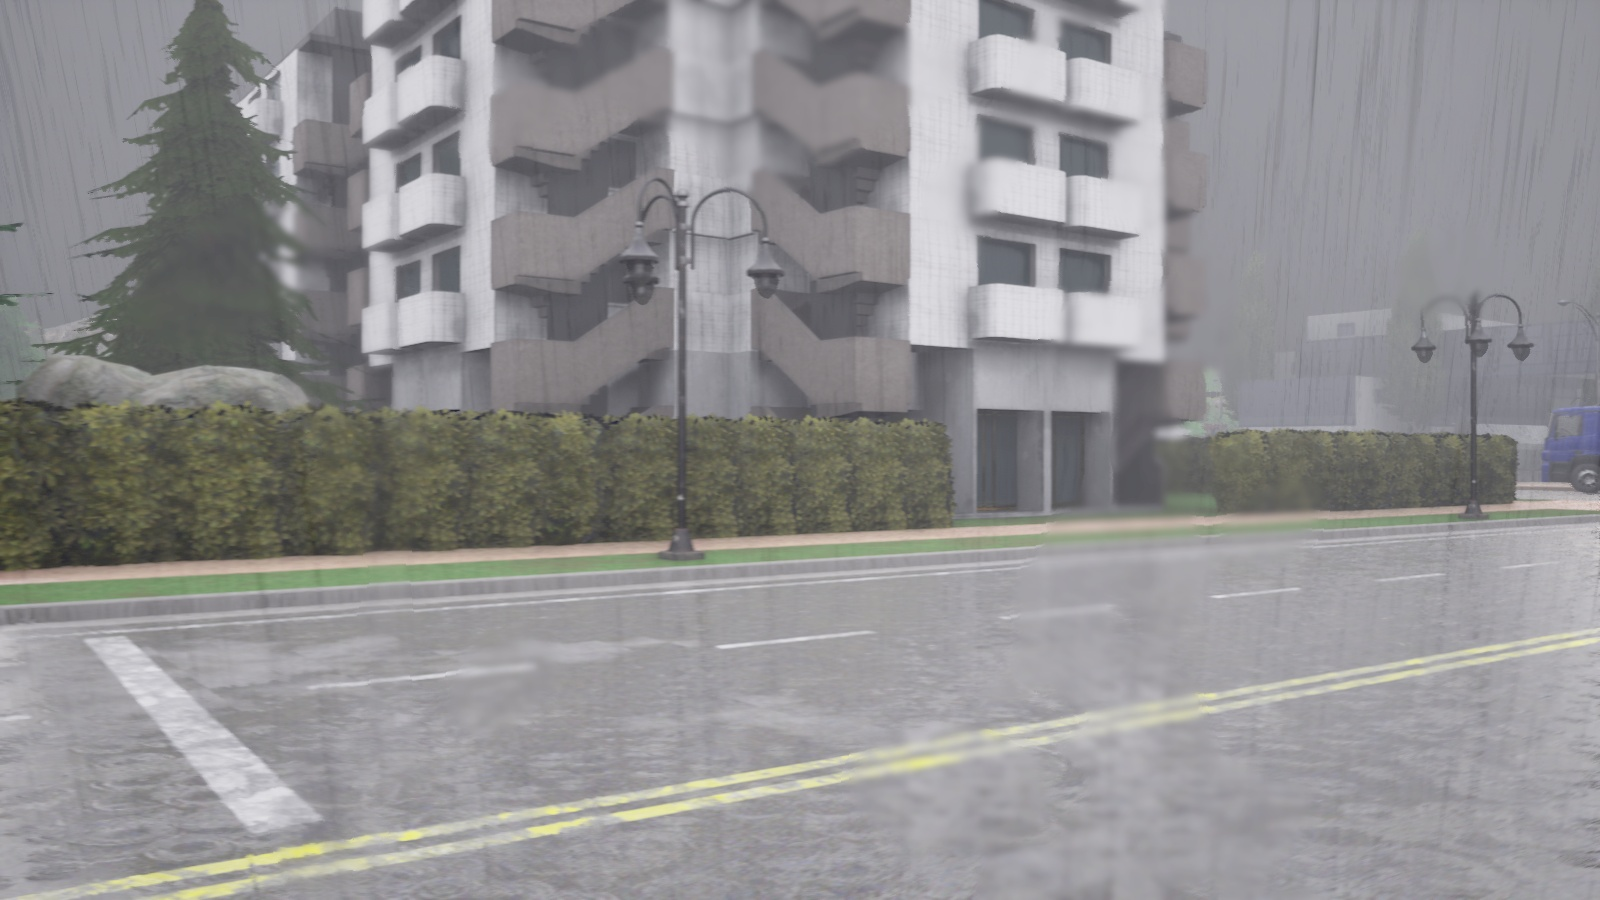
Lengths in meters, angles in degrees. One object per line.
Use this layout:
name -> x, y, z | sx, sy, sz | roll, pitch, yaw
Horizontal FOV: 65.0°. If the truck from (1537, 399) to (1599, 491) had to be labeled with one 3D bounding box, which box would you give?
truck -> 32.513, -0.191, 47.052 | 2.891, 3.462, 7.936 | 1, -1, -38
